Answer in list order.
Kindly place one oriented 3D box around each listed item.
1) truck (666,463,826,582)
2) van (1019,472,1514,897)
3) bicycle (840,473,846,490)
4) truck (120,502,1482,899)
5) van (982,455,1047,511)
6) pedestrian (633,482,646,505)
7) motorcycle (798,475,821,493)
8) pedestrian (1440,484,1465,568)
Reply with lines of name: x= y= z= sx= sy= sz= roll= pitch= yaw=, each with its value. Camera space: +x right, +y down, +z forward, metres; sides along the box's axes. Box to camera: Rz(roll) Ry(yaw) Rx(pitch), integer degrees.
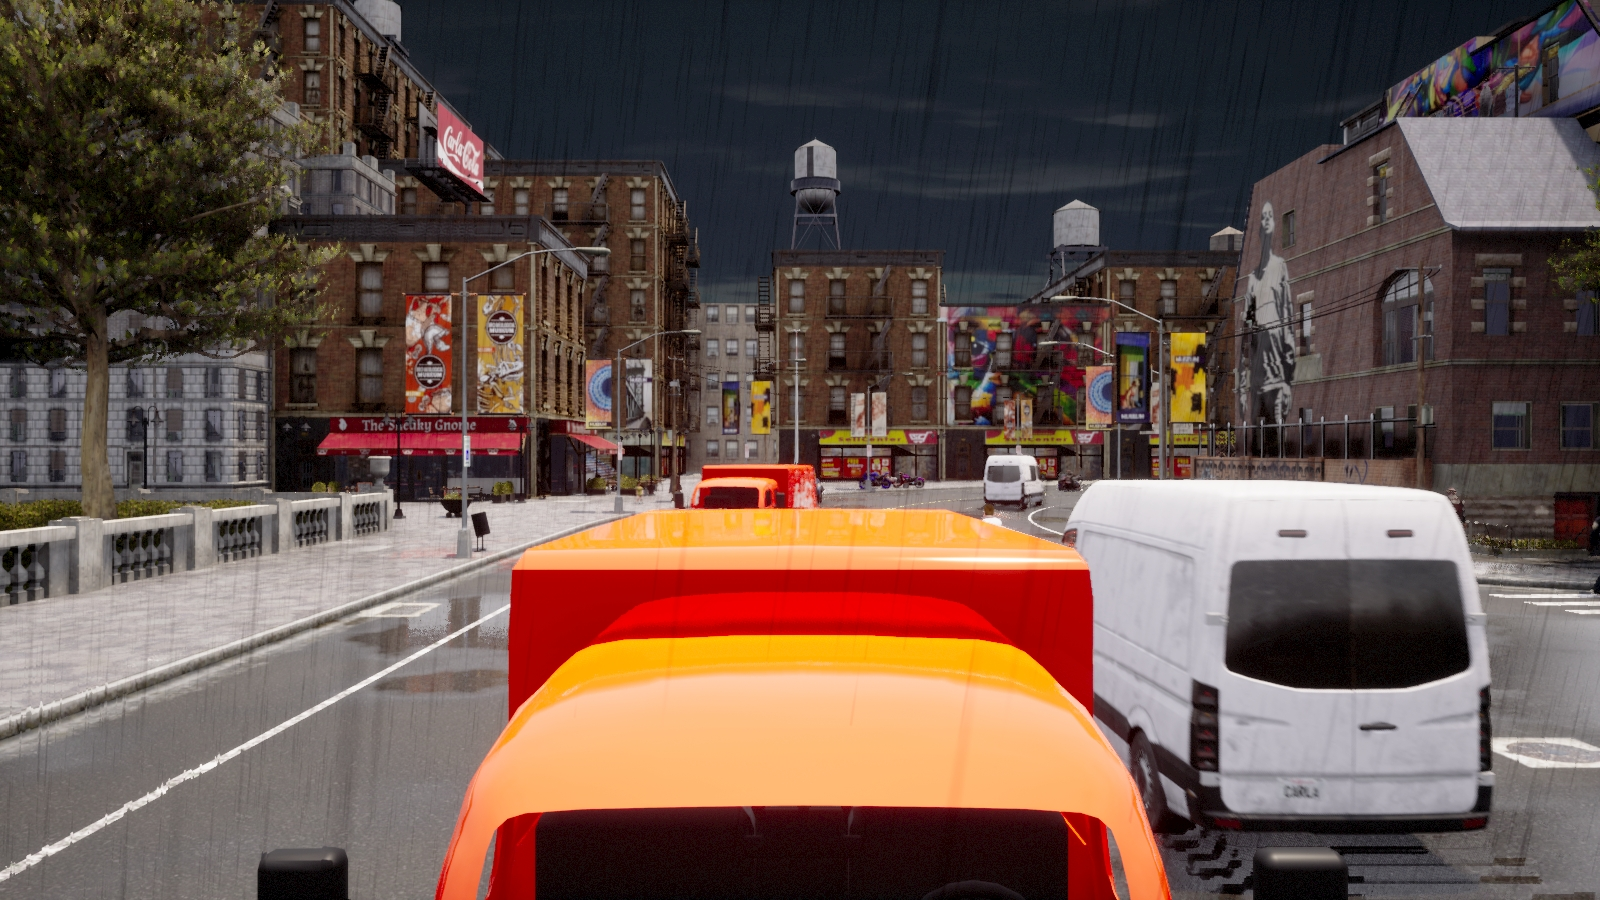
truck: x=-1.128 y=1.579 z=27.128 sx=2.627 sy=2.467 sz=5.204 roll=0 pitch=0 yaw=11
van: x=3.514 y=1.539 z=10.169 sx=1.988 sy=2.561 sz=5.915 roll=0 pitch=0 yaw=0
bicycle: x=3.111 y=2.237 z=82.513 sx=0.373 sy=1.196 sz=1.643 roll=0 pitch=0 yaw=0
truck: x=-0.002 y=1.571 z=4.805 sx=2.627 sy=2.467 sz=5.204 roll=0 pitch=0 yaw=0
van: x=10.649 y=1.556 z=56.281 sx=1.988 sy=2.561 sz=5.915 roll=0 pitch=0 yaw=22
pedestrian: x=-7.783 y=2.098 z=55.526 sx=0.500 sy=1.100 sz=0.500 roll=0 pitch=0 yaw=11
motorcycle: x=0.651 y=2.242 z=76.441 sx=0.803 sy=1.145 sz=2.033 roll=1 pitch=0 yaw=22
pedestrian: x=14.758 y=1.707 z=25.843 sx=0.375 sy=1.860 sz=0.375 roll=0 pitch=0 yaw=7
